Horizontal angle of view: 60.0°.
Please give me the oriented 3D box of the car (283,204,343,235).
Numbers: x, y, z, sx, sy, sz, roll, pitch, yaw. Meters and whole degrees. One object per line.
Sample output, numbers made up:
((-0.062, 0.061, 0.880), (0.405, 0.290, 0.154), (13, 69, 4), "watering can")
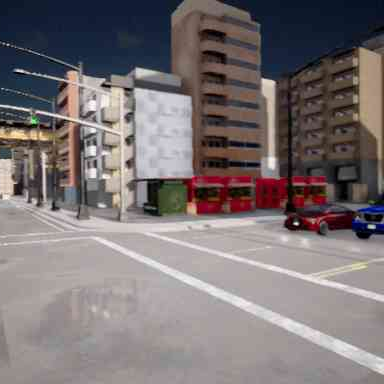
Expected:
((6.593, 1.297, 16.807), (4.181, 1.385, 1.994), (-1, 1, -32), "car")

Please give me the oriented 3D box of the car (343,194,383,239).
((9.284, 0.970, 14.360), (5.566, 2.045, 2.150), (-1, 1, -32), "car")

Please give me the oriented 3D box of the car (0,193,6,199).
((-42.682, 0.853, 72.976), (4.974, 1.542, 2.038), (0, 1, 38), "car")

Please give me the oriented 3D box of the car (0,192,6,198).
((-42.725, 0.696, 73.005), (4.536, 1.218, 1.853), (0, 1, 38), "car")
